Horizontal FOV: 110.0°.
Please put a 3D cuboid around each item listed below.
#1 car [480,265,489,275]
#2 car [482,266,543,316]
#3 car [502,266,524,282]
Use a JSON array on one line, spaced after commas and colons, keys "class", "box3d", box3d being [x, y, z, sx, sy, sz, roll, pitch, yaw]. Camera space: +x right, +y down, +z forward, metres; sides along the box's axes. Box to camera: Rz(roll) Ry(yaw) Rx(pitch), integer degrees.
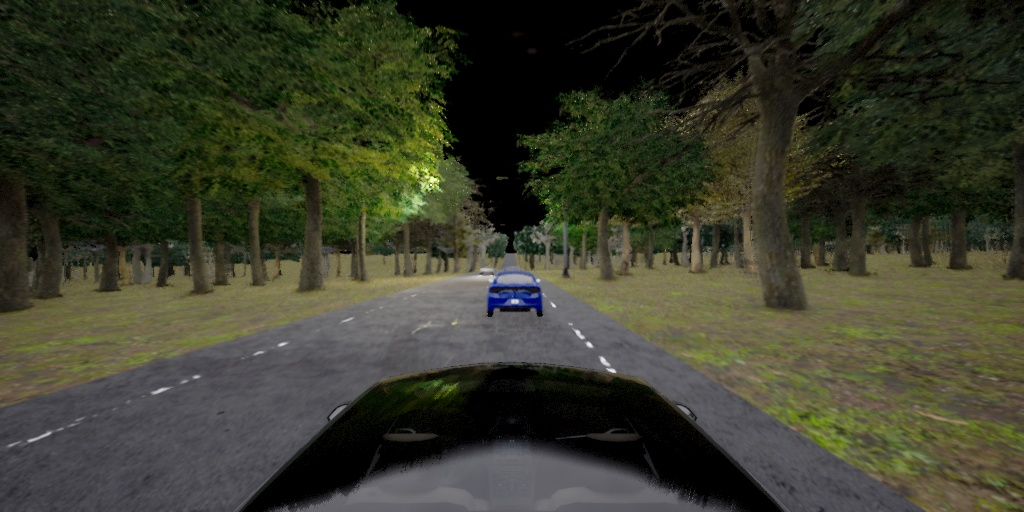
[{"class": "car", "box3d": [-3.488, 1.981, 50.664, 1.895, 1.301, 4.718, 0, -1, 0]}, {"class": "car", "box3d": [0.098, 1.297, 13.732, 1.882, 1.535, 5.008, 0, -1, 0]}, {"class": "car", "box3d": [0.107, 1.656, 33.967, 1.895, 1.301, 4.718, 0, -1, 0]}]
